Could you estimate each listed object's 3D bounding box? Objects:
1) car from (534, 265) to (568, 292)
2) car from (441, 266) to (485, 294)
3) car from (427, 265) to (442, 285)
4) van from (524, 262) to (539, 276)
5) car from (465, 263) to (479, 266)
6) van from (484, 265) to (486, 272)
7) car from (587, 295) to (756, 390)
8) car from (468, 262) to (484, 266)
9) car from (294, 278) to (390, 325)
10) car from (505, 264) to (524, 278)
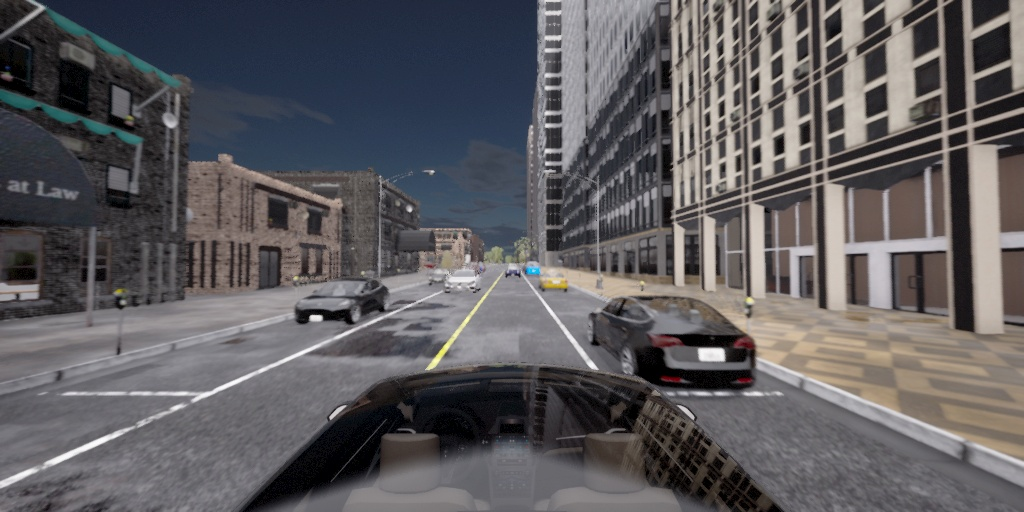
[{"bbox_3d":[2.667,1.563,23.966,1.751,1.417,4.829,0,0,0],"label":"car"},{"bbox_3d":[-2.991,1.554,22.806,1.812,1.442,4.674,0,-1,0],"label":"car"},{"bbox_3d":[-5.679,1.662,29.498,2.007,1.370,4.403,0,0,0],"label":"car"},{"bbox_3d":[2.676,1.673,46.370,1.690,1.789,3.998,0,0,0],"label":"van"},{"bbox_3d":[-5.672,1.915,46.429,1.802,1.307,4.207,0,0,0],"label":"car"},{"bbox_3d":[-5.667,1.822,57.716,1.690,1.789,3.998,0,0,0],"label":"van"},{"bbox_3d":[2.660,1.383,6.866,1.948,1.339,4.313,0,0,0],"label":"car"},{"bbox_3d":[-5.669,1.722,52.072,2.192,1.841,5.009,0,0,0],"label":"car"},{"bbox_3d":[-5.686,1.457,12.567,1.948,1.339,4.313,0,0,0],"label":"car"},{"bbox_3d":[0.120,1.891,43.172,1.895,1.301,4.718,0,-1,0],"label":"car"}]
